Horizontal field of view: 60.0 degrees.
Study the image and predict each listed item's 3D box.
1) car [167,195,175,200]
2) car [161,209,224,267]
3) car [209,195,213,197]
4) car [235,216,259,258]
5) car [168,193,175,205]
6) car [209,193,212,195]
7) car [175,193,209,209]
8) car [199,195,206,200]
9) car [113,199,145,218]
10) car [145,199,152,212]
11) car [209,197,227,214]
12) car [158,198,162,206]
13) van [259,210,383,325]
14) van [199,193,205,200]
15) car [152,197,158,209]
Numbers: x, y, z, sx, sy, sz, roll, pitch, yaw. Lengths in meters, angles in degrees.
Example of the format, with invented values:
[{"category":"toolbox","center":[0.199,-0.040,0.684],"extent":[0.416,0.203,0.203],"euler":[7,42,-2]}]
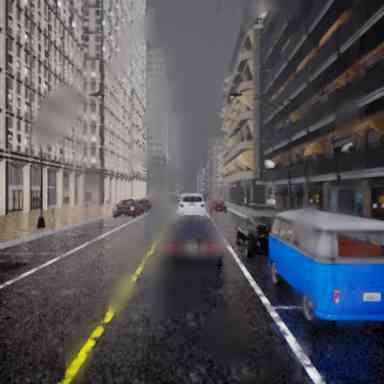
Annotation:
[{"category":"car","center":[-5.686,1.455,91.552],"extent":[1.947,1.339,4.313],"euler":[0,0,0]},{"category":"car","center":[0.026,1.530,11.327],"extent":[2.033,1.411,5.357],"euler":[0,0,0]},{"category":"car","center":[2.692,1.454,46.533],"extent":[1.752,1.417,4.829],"euler":[0,0,0]},{"category":"car","center":[2.691,1.546,12.471],"extent":[1.947,1.339,4.313],"euler":[0,0,0]},{"category":"car","center":[-3.054,1.267,58.776],"extent":[2.097,1.767,4.553],"euler":[0,0,1]},{"category":"car","center":[3.003,1.134,64.903],"extent":[2.150,2.045,5.566],"euler":[0,0,0]},{"category":"car","center":[0.034,1.180,27.420],"extent":[2.150,2.045,5.566],"euler":[0,0,1]},{"category":"car","center":[2.694,1.475,85.903],"extent":[1.802,1.307,4.206],"euler":[0,0,0]},{"category":"car","center":[-5.689,1.394,29.418],"extent":[1.967,1.590,4.097],"euler":[0,0,0]},{"category":"car","center":[-5.688,1.527,35.065],"extent":[1.802,1.307,4.206],"euler":[0,0,0]},{"category":"car","center":[2.692,1.490,35.065],"extent":[1.887,1.381,4.507],"euler":[0,0,0]},{"category":"car","center":[-5.688,1.504,52.012],"extent":[1.802,1.307,4.206],"euler":[0,0,0]},{"category":"van","center":[2.690,1.330,6.822],"extent":[1.690,1.788,3.998],"euler":[0,0,0]},{"category":"van","center":[2.694,1.230,91.551],"extent":[1.690,1.788,3.998],"euler":[0,0,0]},{"category":"car","center":[-5.689,1.503,40.715],"extent":[1.947,1.339,4.313],"euler":[0,0,0]}]
